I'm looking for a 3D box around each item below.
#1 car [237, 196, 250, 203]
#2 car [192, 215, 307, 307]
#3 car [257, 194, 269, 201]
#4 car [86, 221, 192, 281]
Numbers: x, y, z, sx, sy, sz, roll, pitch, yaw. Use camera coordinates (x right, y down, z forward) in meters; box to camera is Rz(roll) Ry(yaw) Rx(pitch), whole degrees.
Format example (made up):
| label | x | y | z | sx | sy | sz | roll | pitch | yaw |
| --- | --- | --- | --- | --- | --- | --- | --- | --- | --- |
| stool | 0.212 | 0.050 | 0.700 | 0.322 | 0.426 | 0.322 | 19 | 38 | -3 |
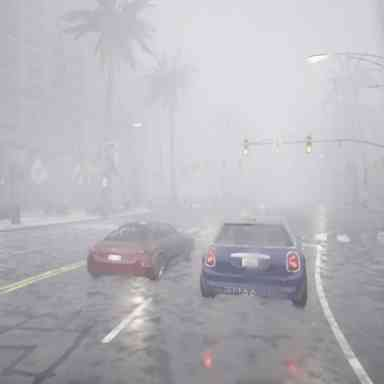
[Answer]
| label | x | y | z | sx | sy | sz | roll | pitch | yaw |
| --- | --- | --- | --- | --- | --- | --- | --- | --- | --- |
| car | 10.963 | 1.571 | 70.507 | 2.161 | 1.482 | 4.786 | 0 | 0 | 21 |
| car | 1.707 | 1.359 | 8.343 | 2.097 | 1.767 | 4.553 | 0 | 0 | 17 |
| car | 19.047 | 1.429 | 90.895 | 2.185 | 1.767 | 4.553 | 0 | 0 | 21 |
| car | -1.319 | 1.572 | 10.033 | 1.994 | 1.385 | 4.181 | 0 | 0 | 16 |
